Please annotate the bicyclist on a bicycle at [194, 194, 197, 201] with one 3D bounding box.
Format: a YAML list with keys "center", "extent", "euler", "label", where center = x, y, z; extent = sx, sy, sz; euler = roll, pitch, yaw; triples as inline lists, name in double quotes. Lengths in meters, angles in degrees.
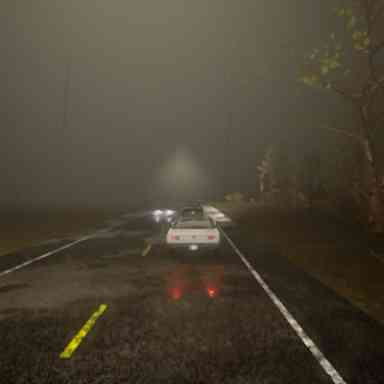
- center: [0.921, 1.544, 92.552]
  extent: [0.659, 1.776, 1.843]
  euler: [0, 0, 0]
  label: "bicyclist on a bicycle"

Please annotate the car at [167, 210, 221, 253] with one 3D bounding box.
- center: [0.076, 1.627, 13.715]
  extent: [1.895, 1.301, 4.718]
  euler: [0, 0, 0]
  label: "car"

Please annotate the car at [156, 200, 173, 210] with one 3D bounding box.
- center: [-3.612, 1.685, 44.222]
  extent: [1.895, 1.301, 4.718]
  euler: [0, 0, 0]
  label: "car"

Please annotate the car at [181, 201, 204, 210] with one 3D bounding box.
- center: [0.072, 1.550, 30.386]
  extent: [2.128, 1.511, 4.902]
  euler: [0, 0, 0]
  label: "car"

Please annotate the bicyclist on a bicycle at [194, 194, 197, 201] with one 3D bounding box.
- center: [0.925, 1.527, 83.552]
  extent: [0.659, 1.776, 1.843]
  euler: [0, 0, 0]
  label: "bicyclist on a bicycle"
